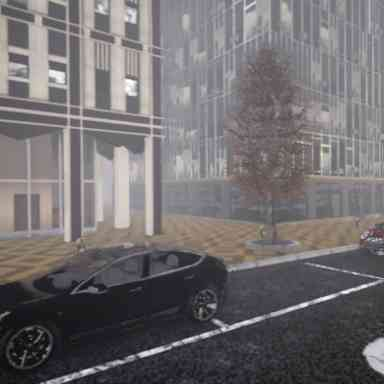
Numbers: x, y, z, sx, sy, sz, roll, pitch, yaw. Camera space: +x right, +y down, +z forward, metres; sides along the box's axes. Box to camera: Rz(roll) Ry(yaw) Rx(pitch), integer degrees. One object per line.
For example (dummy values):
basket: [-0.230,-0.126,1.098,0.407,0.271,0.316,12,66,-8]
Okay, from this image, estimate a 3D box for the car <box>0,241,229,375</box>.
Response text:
car: [-1.287,1.579,5.615,4.313,1.339,1.947,0,-1,-35]

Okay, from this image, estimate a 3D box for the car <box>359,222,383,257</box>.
car: [7.902,1.520,12.173,4.097,1.590,1.967,0,-1,-35]
